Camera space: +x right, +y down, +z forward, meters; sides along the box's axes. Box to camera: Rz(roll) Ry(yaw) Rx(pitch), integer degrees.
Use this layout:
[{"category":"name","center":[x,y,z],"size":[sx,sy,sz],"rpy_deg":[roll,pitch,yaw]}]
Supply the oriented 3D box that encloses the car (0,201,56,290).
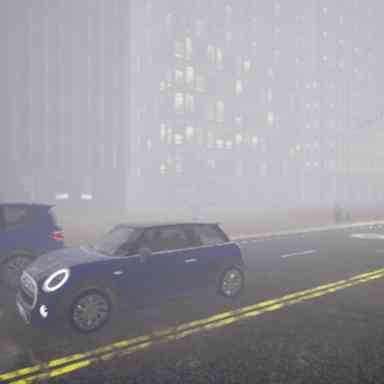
[{"category":"car","center":[-5.777,1.245,7.548],"size":[5.566,2.045,2.150],"rpy_deg":[0,0,-35]}]

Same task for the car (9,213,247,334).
[{"category":"car","center":[-1.044,1.383,6.924],"size":[4.553,1.767,2.097],"rpy_deg":[0,0,-35]}]
